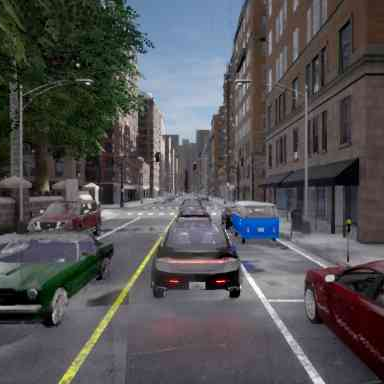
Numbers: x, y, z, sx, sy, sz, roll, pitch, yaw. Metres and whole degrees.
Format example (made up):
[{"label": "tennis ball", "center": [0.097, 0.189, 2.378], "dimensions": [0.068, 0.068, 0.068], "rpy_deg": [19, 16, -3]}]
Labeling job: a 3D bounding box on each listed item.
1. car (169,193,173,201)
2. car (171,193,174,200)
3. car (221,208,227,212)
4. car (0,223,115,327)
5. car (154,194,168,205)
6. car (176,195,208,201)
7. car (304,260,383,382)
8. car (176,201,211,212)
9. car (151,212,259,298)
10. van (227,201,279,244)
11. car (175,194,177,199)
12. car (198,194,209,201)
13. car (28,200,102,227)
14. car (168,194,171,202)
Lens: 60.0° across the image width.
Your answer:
[{"label": "car", "center": [-5.693, 1.493, 70.123], "dimensions": [1.887, 1.381, 4.507], "rpy_deg": [0, 0, 0]}, {"label": "car", "center": [-5.694, 1.491, 75.574], "dimensions": [1.887, 1.381, 4.507], "rpy_deg": [0, 0, 0]}, {"label": "car", "center": [2.848, 1.557, 21.236], "dimensions": [1.947, 1.339, 4.313], "rpy_deg": [0, 0, 0]}, {"label": "car", "center": [-3.104, 1.599, 7.112], "dimensions": [1.895, 1.301, 4.718], "rpy_deg": [0, 0, 0]}, {"label": "car", "center": [-5.689, 1.480, 59.051], "dimensions": [1.752, 1.417, 4.829], "rpy_deg": [0, 0, 0]}, {"label": "car", "center": [-0.010, 1.338, 27.592], "dimensions": [2.097, 1.767, 4.553], "rpy_deg": [0, 0, 0]}, {"label": "car", "center": [2.853, 1.544, 4.254], "dimensions": [1.887, 1.381, 4.507], "rpy_deg": [0, 0, 0]}, {"label": "car", "center": [0.092, 1.485, 18.415], "dimensions": [2.128, 1.511, 4.902], "rpy_deg": [0, 0, 0]}, {"label": "car", "center": [0.097, 1.490, 8.476], "dimensions": [2.128, 1.511, 4.902], "rpy_deg": [0, 0, 0]}, {"label": "van", "center": [2.849, 1.336, 15.575], "dimensions": [1.690, 1.788, 3.998], "rpy_deg": [0, 0, 0]}, {"label": "car", "center": [-5.698, 1.496, 86.475], "dimensions": [2.008, 1.369, 4.403], "rpy_deg": [0, 0, 0]}, {"label": "car", "center": [2.830, 1.386, 75.612], "dimensions": [1.967, 1.590, 4.097], "rpy_deg": [0, 0, 0]}, {"label": "car", "center": [-5.675, 1.310, 15.533], "dimensions": [2.192, 1.841, 5.009], "rpy_deg": [0, 0, 0]}, {"label": "car", "center": [-5.691, 1.502, 64.672], "dimensions": [2.008, 1.369, 4.403], "rpy_deg": [0, 0, 0]}]
